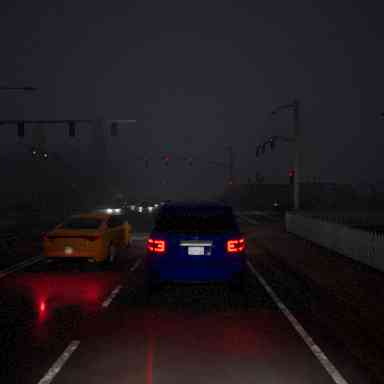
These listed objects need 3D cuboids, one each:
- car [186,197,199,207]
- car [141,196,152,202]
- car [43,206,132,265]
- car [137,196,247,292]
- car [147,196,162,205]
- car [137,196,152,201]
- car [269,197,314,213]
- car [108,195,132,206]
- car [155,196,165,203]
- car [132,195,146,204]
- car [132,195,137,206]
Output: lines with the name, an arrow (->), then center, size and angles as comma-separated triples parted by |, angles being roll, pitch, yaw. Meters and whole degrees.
car -> 0.138, 1.547, 53.213 | 2.033, 1.411, 5.357 | 0, 0, 2
car -> -10.276, 1.595, 75.733 | 1.895, 1.301, 4.718 | 0, 0, 0
car -> -3.389, 1.478, 11.686 | 1.882, 1.535, 5.008 | 0, 0, 0
car -> 0.089, 1.221, 9.061 | 2.150, 2.045, 5.566 | 0, 0, 0
car -> -6.885, 1.547, 61.238 | 2.033, 1.411, 5.357 | 0, 0, 1
car -> -6.927, 1.526, 51.649 | 1.812, 1.442, 4.674 | 0, 0, 0
car -> 10.756, 1.354, 36.109 | 4.553, 1.767, 2.097 | 0, 0, -1
car -> -10.454, 1.491, 47.050 | 2.128, 1.511, 4.902 | 0, 0, 0
car -> -6.789, 1.524, 71.176 | 1.812, 1.442, 4.674 | 0, 0, 0
car -> -10.336, 1.478, 65.390 | 1.882, 1.535, 5.008 | 0, 0, 1
car -> -10.416, 1.352, 56.178 | 2.097, 1.767, 4.553 | 0, 0, 0
